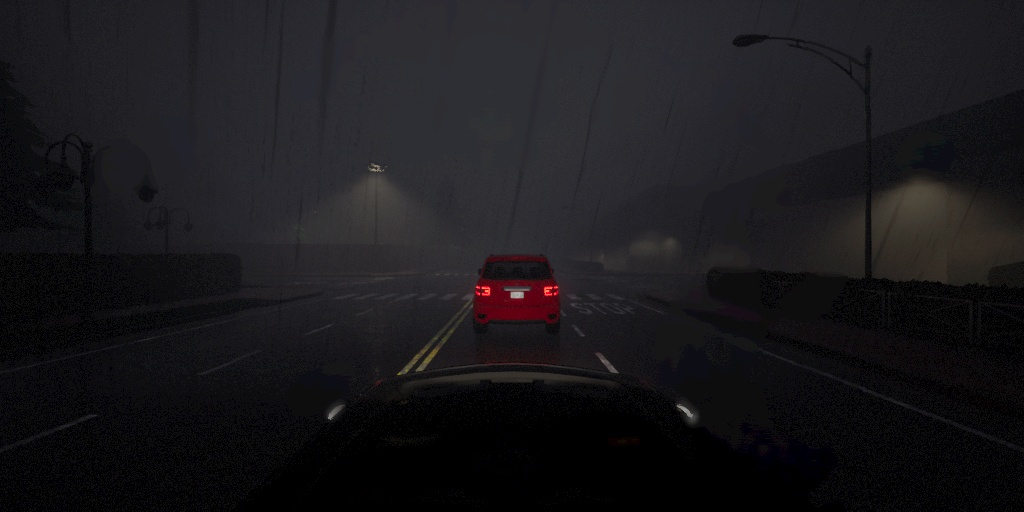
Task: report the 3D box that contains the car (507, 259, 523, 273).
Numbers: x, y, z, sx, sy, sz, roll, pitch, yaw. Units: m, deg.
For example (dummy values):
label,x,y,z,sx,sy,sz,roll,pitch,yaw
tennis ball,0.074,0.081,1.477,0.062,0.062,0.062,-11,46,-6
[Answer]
label,x,y,z,sx,sy,sz,roll,pitch,yaw
car,0.361,1.228,45.613,1.882,1.535,5.008,0,0,1

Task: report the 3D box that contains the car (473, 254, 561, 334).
label,x,y,z,sx,sy,sz,roll,pitch,yaw
car,0.122,0.971,10.760,2.150,2.045,5.566,0,0,0
